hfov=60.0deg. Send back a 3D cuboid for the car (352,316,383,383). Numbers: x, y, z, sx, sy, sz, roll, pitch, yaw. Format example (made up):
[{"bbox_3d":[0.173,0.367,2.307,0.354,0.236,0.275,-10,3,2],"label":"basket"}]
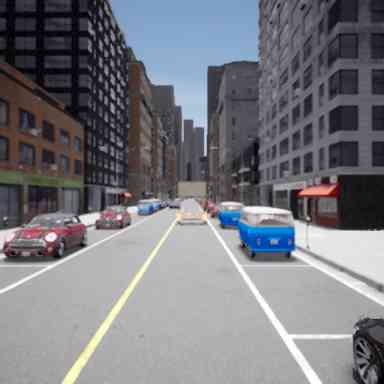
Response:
[{"bbox_3d":[2.855,1.600,2.378,1.947,1.339,4.313,0,-1,0],"label":"car"}]

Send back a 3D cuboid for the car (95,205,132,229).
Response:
[{"bbox_3d":[-5.676,1.768,24.382,1.967,1.590,4.097,0,-1,0],"label":"car"}]

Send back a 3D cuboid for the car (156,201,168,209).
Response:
[{"bbox_3d":[-5.686,2.430,62.886,1.802,1.307,4.206,0,-1,0],"label":"car"}]

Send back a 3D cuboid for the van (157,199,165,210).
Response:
[{"bbox_3d":[-5.683,2.039,51.887,1.690,1.788,3.998,0,-1,0],"label":"van"}]

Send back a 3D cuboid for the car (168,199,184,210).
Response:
[{"bbox_3d":[-3.054,2.334,58.458,2.033,1.411,5.357,0,-1,1],"label":"car"}]

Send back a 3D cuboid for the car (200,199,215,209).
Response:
[{"bbox_3d":[2.842,2.013,51.890,2.192,1.841,5.009,0,-1,0],"label":"car"}]

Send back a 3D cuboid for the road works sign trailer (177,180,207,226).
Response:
[{"bbox_3d":[-0.007,0.828,27.074,2.380,3.560,2.880,0,-1,0],"label":"road works sign trailer"}]

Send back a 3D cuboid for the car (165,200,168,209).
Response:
[{"bbox_3d":[-5.684,2.338,57.385,1.947,1.339,4.313,0,-1,0],"label":"car"}]

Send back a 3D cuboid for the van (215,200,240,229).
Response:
[{"bbox_3d":[2.849,1.669,24.385,1.690,1.788,3.998,0,-1,0],"label":"van"}]

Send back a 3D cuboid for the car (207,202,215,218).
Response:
[{"bbox_3d":[2.847,2.057,35.384,1.802,1.307,4.206,0,-1,0],"label":"car"}]

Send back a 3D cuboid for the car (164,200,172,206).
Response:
[{"bbox_3d":[-5.691,2.657,79.388,1.802,1.307,4.206,0,-1,0],"label":"car"}]

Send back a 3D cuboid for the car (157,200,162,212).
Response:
[{"bbox_3d":[-5.682,2.174,46.383,2.008,1.369,4.403,0,-1,0],"label":"car"}]

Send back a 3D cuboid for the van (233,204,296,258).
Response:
[{"bbox_3d":[2.852,1.522,13.383,1.690,1.788,3.998,0,-1,0],"label":"van"}]

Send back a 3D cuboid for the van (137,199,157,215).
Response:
[{"bbox_3d":[-5.681,1.890,40.887,1.690,1.788,3.998,0,-1,0],"label":"van"}]

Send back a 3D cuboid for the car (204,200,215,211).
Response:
[{"bbox_3d":[2.844,2.205,46.385,1.802,1.307,4.206,0,-1,0],"label":"car"}]

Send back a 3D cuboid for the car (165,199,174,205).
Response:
[{"bbox_3d":[-5.692,2.592,84.891,1.967,1.590,4.097,0,-1,0],"label":"car"}]

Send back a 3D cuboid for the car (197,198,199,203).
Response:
[{"bbox_3d":[2.836,2.550,73.890,2.008,1.369,4.403,0,-1,0],"label":"car"}]

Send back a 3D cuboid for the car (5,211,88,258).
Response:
[{"bbox_3d":[-5.673,1.621,13.380,1.967,1.590,4.097,0,-1,0],"label":"car"}]

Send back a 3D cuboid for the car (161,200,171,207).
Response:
[{"bbox_3d":[-5.689,2.565,73.888,1.947,1.339,4.313,0,-1,0],"label":"car"}]
